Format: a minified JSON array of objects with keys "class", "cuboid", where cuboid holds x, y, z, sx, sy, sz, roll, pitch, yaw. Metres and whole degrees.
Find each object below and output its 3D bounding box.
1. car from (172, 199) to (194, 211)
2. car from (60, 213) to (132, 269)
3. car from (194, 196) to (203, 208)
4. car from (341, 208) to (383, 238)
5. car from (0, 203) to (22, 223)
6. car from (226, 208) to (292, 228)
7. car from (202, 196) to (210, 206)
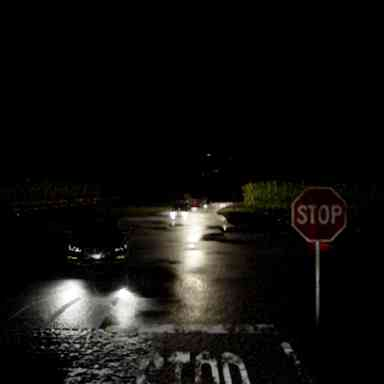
[{"class":"car","cuboid":[-1.286,1.769,42.847,1.895,1.301,4.718,0,0,6]},{"class":"car","cuboid":[-3.305,1.547,11.541,1.837,1.490,4.892,2,-1,-17]},{"class":"car","cuboid":[0.101,1.776,52.738,1.994,1.385,4.181,0,0,9]},{"class":"car","cuboid":[9.449,1.634,18.190,4.892,1.490,1.837,1,-3,-16]},{"class":"car","cuboid":[-15.074,1.473,24.239,5.008,1.535,1.882,0,0,3]},{"class":"car","cuboid":[4.702,1.726,22.971,4.718,1.301,1.895,0,0,4]},{"class":"car","cuboid":[2.070,1.617,62.829,2.097,1.767,4.553,0,0,12]}]
